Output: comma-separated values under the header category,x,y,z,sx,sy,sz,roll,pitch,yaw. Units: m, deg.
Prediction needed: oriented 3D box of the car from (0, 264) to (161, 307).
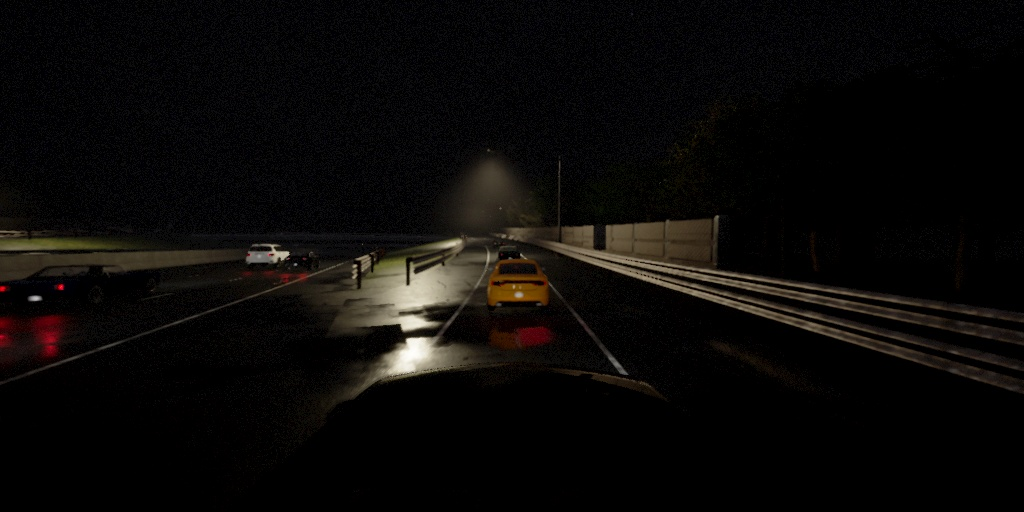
category,x,y,z,sx,sy,sz,roll,pitch,yaw
car,-15.261,0.951,13.070,1.895,1.301,4.718,0,2,-18

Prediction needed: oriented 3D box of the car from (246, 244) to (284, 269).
category,x,y,z,sx,sy,sz,roll,pitch,yaw
car,-21.343,-0.010,31.647,2.150,2.045,5.566,0,2,-18

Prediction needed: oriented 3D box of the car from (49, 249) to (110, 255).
category,x,y,z,sx,sy,sz,roll,pitch,yaw
car,-35.246,0.321,28.512,1.837,1.490,4.892,0,2,-18

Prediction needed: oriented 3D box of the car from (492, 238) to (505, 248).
category,x,y,z,sx,sy,sz,roll,pitch,yaw
car,-2.006,-1.948,53.557,2.033,1.411,5.357,0,4,-6

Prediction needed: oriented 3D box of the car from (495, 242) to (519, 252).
category,x,y,z,sx,sy,sz,roll,pitch,yaw
car,-0.323,-0.261,32.402,1.895,1.301,4.718,0,4,-3

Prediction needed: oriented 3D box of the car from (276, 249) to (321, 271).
category,x,y,z,sx,sy,sz,roll,pitch,yaw
car,-16.914,0.358,29.073,2.128,1.511,4.902,0,2,-18

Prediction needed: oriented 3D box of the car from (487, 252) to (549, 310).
category,x,y,z,sx,sy,sz,roll,pitch,yaw
car,0.181,0.844,12.654,1.882,1.535,5.008,0,3,0

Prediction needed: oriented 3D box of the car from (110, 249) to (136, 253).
category,x,y,z,sx,sy,sz,roll,pitch,yaw
car,-42.093,-0.009,38.180,2.128,1.511,4.902,0,2,-18
